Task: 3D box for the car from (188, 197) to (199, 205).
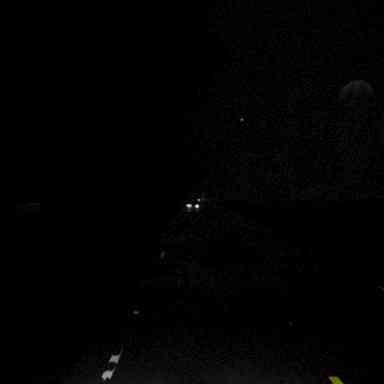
[{"bbox_3d":[0.247,1.732,63.709,1.812,1.442,4.674,0,0,0],"label":"car"}]
